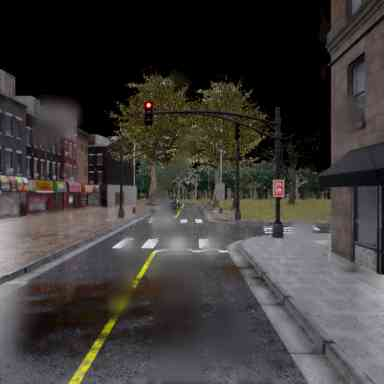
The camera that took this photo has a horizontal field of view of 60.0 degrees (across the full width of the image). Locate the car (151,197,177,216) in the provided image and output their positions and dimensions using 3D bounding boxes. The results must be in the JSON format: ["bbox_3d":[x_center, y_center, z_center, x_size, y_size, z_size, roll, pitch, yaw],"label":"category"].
[{"bbox_3d":[-2.919,1.527,32.817,2.128,1.511,4.902,0,0,0],"label":"car"}]

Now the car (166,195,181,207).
[{"bbox_3d":[-2.979,1.446,54.229,2.097,1.767,4.553,0,0,0],"label":"car"}]

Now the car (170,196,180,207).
[{"bbox_3d":[-2.943,1.614,43.942,2.033,1.411,5.357,0,0,0],"label":"car"}]
